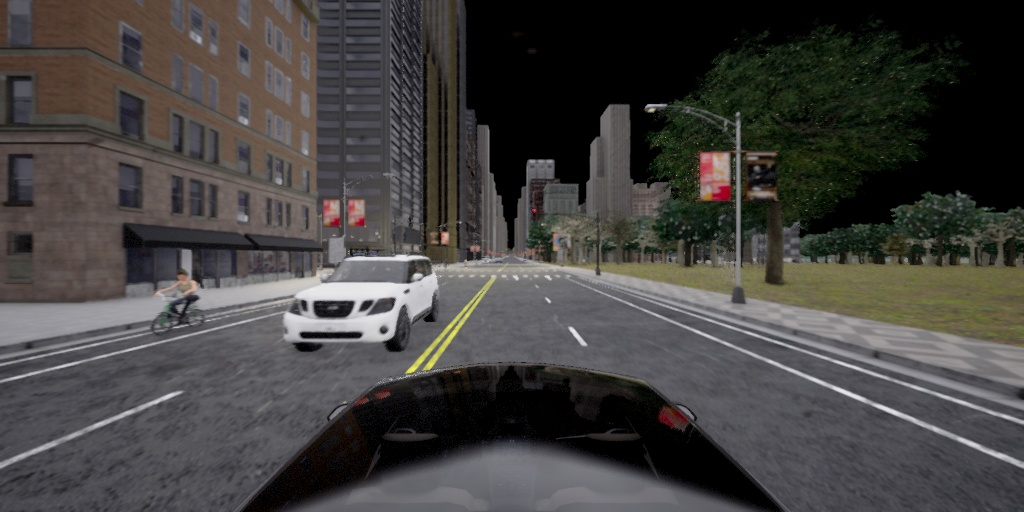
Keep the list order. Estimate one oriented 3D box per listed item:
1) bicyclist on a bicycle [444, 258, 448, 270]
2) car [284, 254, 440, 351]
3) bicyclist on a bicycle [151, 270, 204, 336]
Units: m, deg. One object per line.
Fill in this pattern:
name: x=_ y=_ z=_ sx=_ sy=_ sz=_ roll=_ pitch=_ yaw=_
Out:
bicyclist on a bicycle: x=-8.757 y=1.131 z=47.427 sx=0.659 sy=1.776 sz=1.843 roll=0 pitch=0 yaw=0
car: x=-3.356 y=0.971 z=9.334 sx=2.150 sy=2.045 sz=5.566 roll=0 pitch=0 yaw=0
bicyclist on a bicycle: x=-8.752 y=1.185 z=9.443 sx=0.866 sy=1.612 sz=1.509 roll=0 pitch=0 yaw=0
